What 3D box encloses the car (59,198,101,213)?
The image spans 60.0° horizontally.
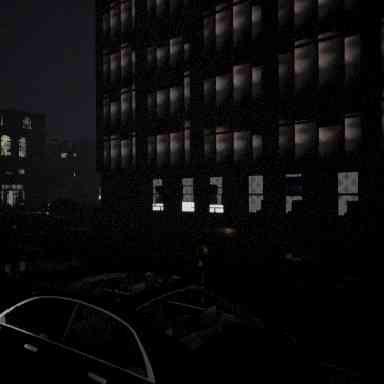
[{"bbox_3d":[-12.171,1.684,37.243,1.802,1.307,4.206,-1,-1,36],"label":"car"}]

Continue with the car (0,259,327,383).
[{"bbox_3d":[-0.930,1.551,3.537,4.403,1.369,2.008,0,0,35],"label":"car"}]

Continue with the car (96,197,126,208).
[{"bbox_3d":[-12.399,1.643,51.149,1.967,1.590,4.097,-1,-1,36],"label":"car"}]

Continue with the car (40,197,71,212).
[{"bbox_3d":[-16.371,1.490,41.361,2.097,1.767,4.553,0,-1,37],"label":"car"}]
